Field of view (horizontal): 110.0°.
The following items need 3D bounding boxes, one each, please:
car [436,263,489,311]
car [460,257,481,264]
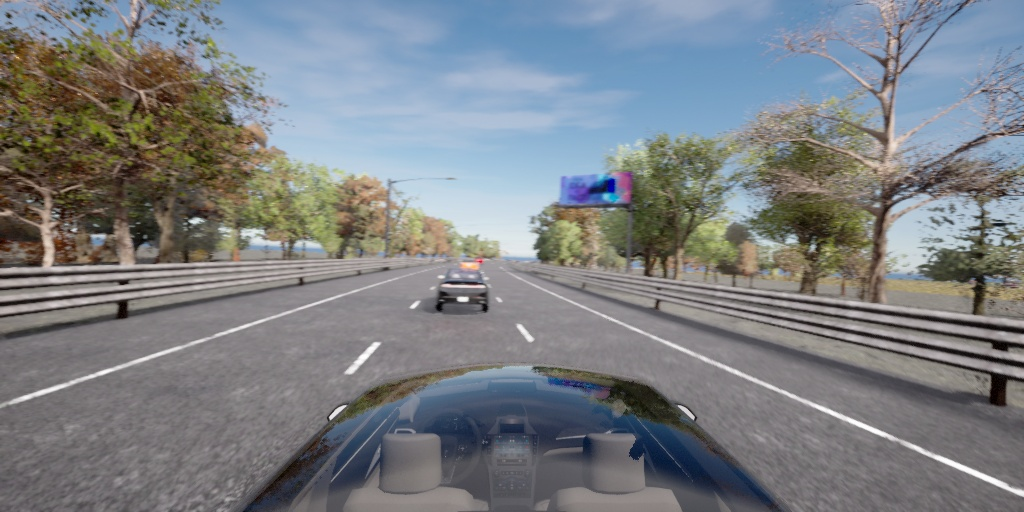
[{"bbox_3d":[-1.941,1.224,14.292,2.128,1.511,4.902,3,0,-8],"label":"car"},{"bbox_3d":[-5.043,1.109,42.364,2.097,1.767,4.553,3,0,-5],"label":"car"}]
